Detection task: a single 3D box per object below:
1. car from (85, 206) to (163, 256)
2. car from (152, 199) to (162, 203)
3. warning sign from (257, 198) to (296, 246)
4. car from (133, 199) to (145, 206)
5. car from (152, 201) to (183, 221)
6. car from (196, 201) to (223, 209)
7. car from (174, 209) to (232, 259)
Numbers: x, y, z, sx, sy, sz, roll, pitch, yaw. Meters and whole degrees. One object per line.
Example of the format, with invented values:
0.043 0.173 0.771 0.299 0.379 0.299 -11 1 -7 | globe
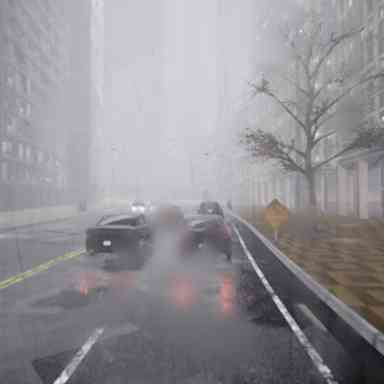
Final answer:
-2.630 1.550 13.515 1.882 1.535 5.008 0 0 4 | car
-5.828 1.903 56.686 1.895 1.301 4.718 0 0 -4 | car
3.372 1.182 13.437 1.300 1.860 1.060 -1 -2 4 | warning sign
-9.129 1.899 57.263 1.895 1.301 4.718 0 0 -4 | car
-1.797 1.716 27.535 1.994 1.385 4.181 0 0 2 | car
1.432 1.499 27.015 2.097 1.767 4.553 0 0 3 | car
0.576 1.591 12.819 1.812 1.442 4.674 0 0 4 | car
